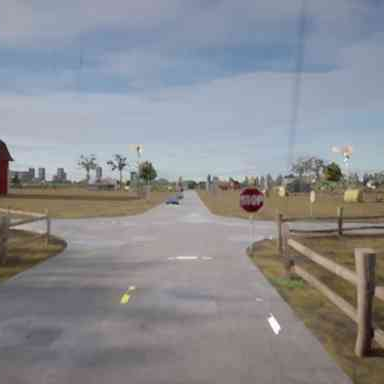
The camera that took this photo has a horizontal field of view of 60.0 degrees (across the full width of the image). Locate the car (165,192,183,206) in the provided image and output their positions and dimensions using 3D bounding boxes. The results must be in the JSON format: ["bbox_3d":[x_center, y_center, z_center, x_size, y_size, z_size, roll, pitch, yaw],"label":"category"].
[{"bbox_3d":[-2.752,1.173,47.665,2.033,1.411,5.357,0,1,0],"label":"car"}]

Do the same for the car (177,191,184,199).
[{"bbox_3d":[-2.751,0.672,70.945,2.097,1.767,4.553,0,1,0],"label":"car"}]
